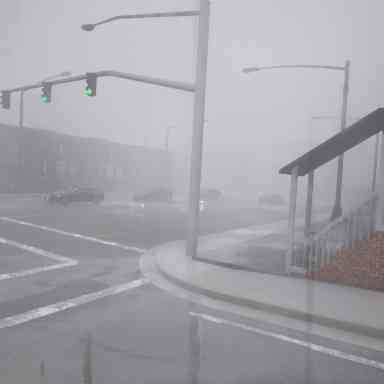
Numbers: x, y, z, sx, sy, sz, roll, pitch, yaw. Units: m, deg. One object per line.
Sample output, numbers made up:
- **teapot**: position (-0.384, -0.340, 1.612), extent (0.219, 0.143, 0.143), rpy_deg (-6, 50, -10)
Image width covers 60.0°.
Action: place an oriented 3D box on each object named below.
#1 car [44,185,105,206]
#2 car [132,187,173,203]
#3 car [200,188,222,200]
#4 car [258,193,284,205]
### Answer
- **car**: position (-9.294, 0.225, 26.675), extent (2.128, 1.511, 4.902), rpy_deg (5, 3, 36)
- **car**: position (-3.951, 0.241, 34.089), extent (1.837, 1.490, 4.892), rpy_deg (5, 3, 36)
- **car**: position (1.986, 0.244, 42.304), extent (1.837, 1.490, 4.892), rpy_deg (5, 3, 36)
- **car**: position (9.682, 0.785, 40.742), extent (1.994, 1.385, 4.181), rpy_deg (5, 3, 36)
